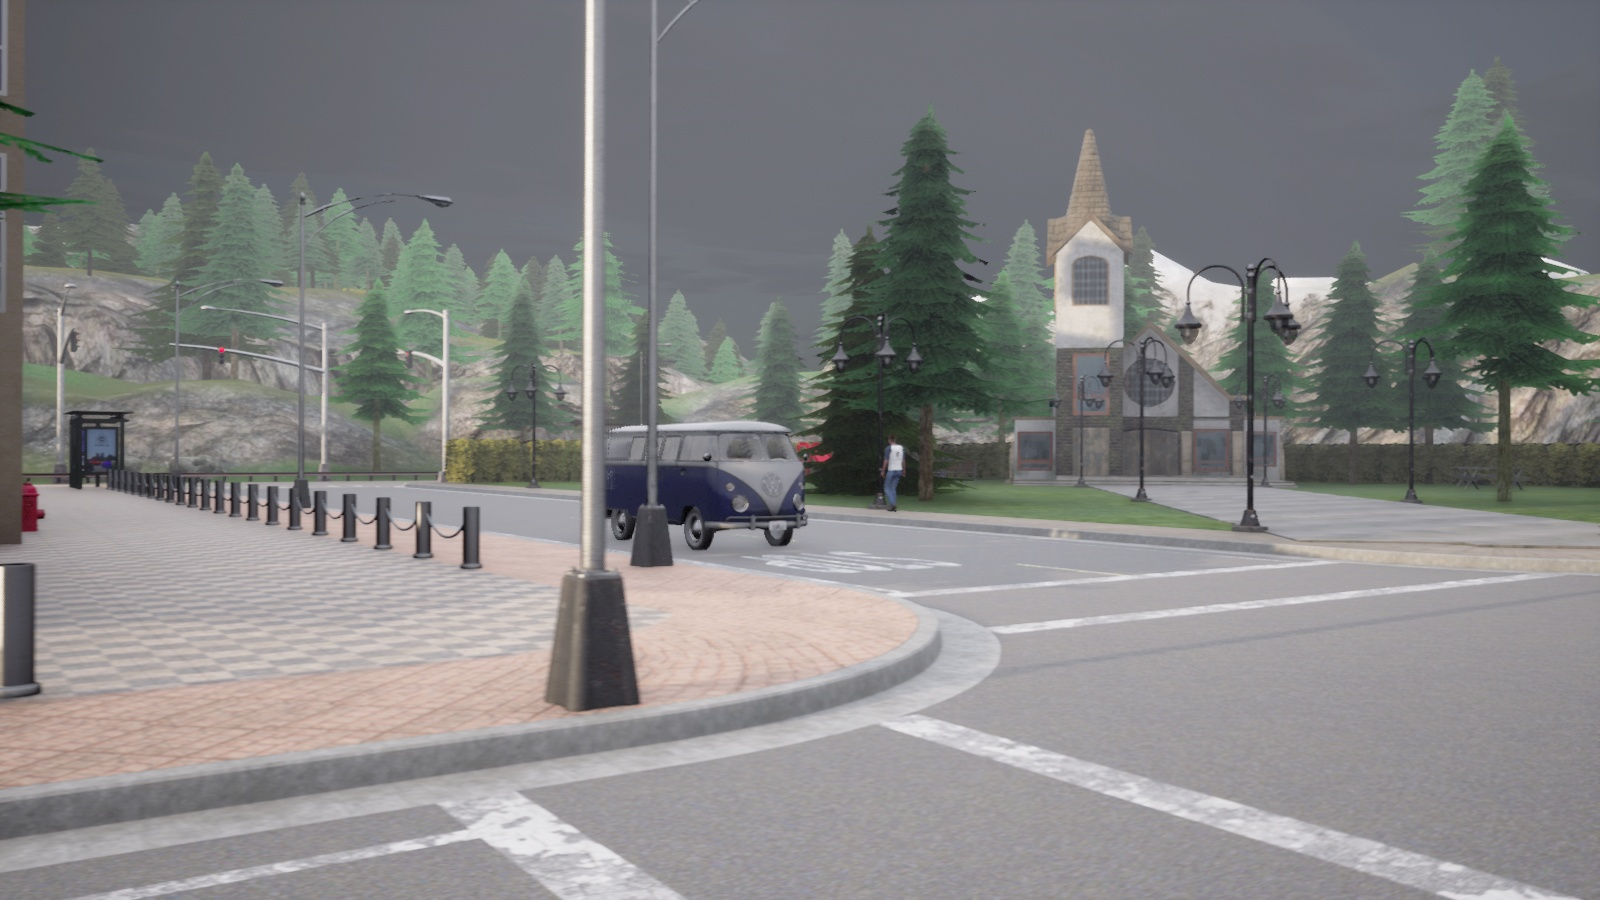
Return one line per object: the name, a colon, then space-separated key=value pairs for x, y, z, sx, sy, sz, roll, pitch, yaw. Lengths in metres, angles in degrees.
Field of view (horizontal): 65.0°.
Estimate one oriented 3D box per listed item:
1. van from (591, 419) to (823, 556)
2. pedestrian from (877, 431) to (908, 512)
van: x=-1.634 y=0.549 z=20.440 sx=1.775 sy=1.987 sz=4.442 roll=0 pitch=0 yaw=-34
pedestrian: x=2.118 y=0.481 z=28.820 sx=0.354 sy=1.836 sz=0.706 roll=0 pitch=0 yaw=-32
